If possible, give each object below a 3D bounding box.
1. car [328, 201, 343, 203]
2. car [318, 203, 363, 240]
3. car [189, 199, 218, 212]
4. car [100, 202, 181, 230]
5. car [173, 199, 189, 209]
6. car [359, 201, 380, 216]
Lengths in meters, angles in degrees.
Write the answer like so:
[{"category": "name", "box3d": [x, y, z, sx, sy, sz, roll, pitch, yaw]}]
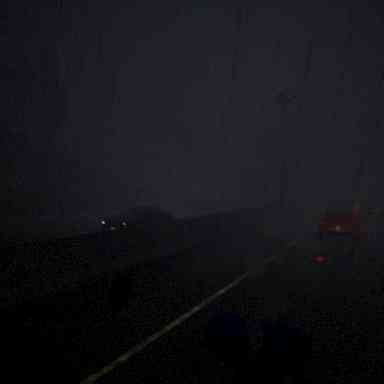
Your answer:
[{"category": "car", "box3d": [14.356, 1.650, 33.331, 1.882, 1.535, 5.008, 0, 0, 20]}, {"category": "car", "box3d": [7.880, 1.571, 17.785, 1.882, 1.535, 5.008, 0, 0, 25]}, {"category": "car", "box3d": [1.801, 1.575, 40.284, 2.128, 1.511, 4.902, 0, 0, 20]}, {"category": "car", "box3d": [-3.011, 1.556, 19.770, 2.033, 1.411, 5.357, 0, 0, 26]}, {"category": "car", "box3d": [-0.248, 1.623, 45.017, 2.033, 1.411, 5.357, 0, 0, 19]}, {"category": "car", "box3d": [19.133, 1.694, 36.387, 1.882, 1.535, 5.008, 0, 0, 19]}]
